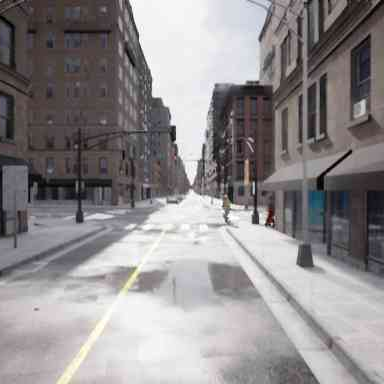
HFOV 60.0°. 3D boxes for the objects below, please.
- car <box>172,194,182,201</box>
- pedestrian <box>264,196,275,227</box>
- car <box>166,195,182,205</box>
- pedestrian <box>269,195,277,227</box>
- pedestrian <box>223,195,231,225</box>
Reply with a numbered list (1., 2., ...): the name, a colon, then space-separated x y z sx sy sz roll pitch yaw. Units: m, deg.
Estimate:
1. car: -3.082 1.226 69.755 1.994 1.385 4.181 0 0 0
2. pedestrian: 4.434 1.078 18.888 0.375 1.860 0.375 0 0 0
3. car: -3.160 1.298 54.074 2.033 1.411 5.357 0 0 0
4. pedestrian: 4.759 1.084 19.489 0.375 1.860 0.375 0 0 0
5. pedestrian: 2.119 1.054 20.083 0.375 1.860 0.375 0 0 0
